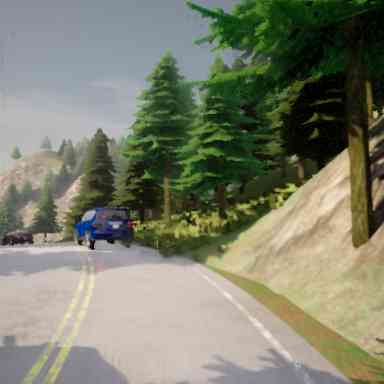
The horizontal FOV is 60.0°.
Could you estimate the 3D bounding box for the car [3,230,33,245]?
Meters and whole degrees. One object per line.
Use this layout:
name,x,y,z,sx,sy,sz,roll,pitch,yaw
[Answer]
car,-17.123,4.497,32.759,1.812,1.442,4.674,3,-11,-42

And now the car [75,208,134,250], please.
car,-4.892,1.937,18.145,2.150,2.045,5.566,2,-6,-28
